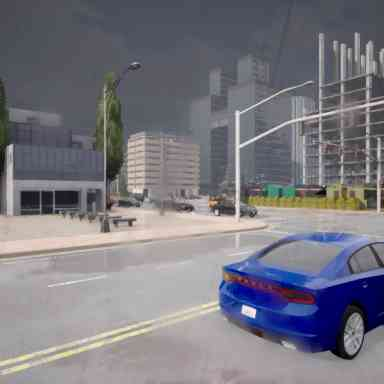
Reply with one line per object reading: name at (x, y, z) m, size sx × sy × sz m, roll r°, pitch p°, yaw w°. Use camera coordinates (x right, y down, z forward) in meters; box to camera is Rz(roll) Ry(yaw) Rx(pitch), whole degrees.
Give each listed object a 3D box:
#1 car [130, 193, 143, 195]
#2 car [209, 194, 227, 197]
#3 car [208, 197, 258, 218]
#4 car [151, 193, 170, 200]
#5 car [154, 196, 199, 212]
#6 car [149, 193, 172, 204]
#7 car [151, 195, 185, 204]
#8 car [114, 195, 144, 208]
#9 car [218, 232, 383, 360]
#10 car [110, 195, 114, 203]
car at (-12.114, 1.225, 70.328) m, size 2.150 × 2.045 × 5.566 m, roll 0°, pitch 0°, yaw -36°
car at (3.876, 1.352, 36.343) m, size 2.097 × 1.767 × 4.553 m, roll 0°, pitch 0°, yaw -36°
car at (3.860, 1.505, 30.423) m, size 1.837 × 1.490 × 4.892 m, roll 0°, pitch 0°, yaw -36°
car at (-8.433, 1.153, 89.468) m, size 4.605 × 1.855 × 1.932 m, roll 0°, pitch 0°, yaw -38°
car at (-1.883, 1.547, 38.288) m, size 2.033 × 1.411 × 5.357 m, roll 0°, pitch 0°, yaw -37°
car at (-6.246, 1.352, 62.435) m, size 2.097 × 1.767 × 4.553 m, roll 0°, pitch 0°, yaw -36°
car at (-3.419, 1.526, 46.361) m, size 1.812 × 1.442 × 4.674 m, roll 0°, pitch 0°, yaw -36°
car at (-9.091, 1.505, 48.193) m, size 1.837 × 1.490 × 4.892 m, roll 0°, pitch 0°, yaw -36°
car at (2.715, 1.478, 6.075) m, size 5.008 × 1.535 × 1.882 m, roll 0°, pitch 0°, yaw -38°
car at (-13.810, 1.351, 60.728) m, size 2.097 × 1.767 × 4.553 m, roll 0°, pitch 0°, yaw -36°
